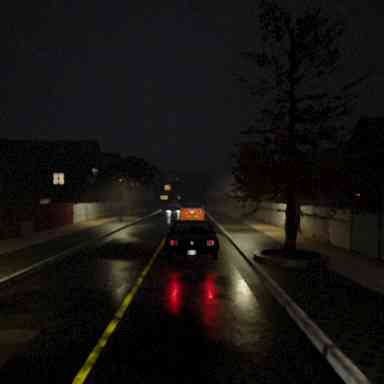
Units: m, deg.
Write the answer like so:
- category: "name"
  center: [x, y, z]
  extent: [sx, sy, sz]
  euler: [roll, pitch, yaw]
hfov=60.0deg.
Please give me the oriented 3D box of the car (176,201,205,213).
- category: "car"
  center: [0.021, 1.666, 28.412]
  extent: [2.097, 1.767, 4.553]
  euler: [0, -1, 0]

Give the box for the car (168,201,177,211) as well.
- category: "car"
  center: [-2.769, 2.158, 52.266]
  extent: [1.812, 1.442, 4.674]
  euler: [0, -1, 0]

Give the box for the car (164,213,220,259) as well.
- category: "car"
  center: [0.017, 1.740, 13.243]
  extent: [1.895, 1.301, 4.718]
  euler: [0, -1, 0]
